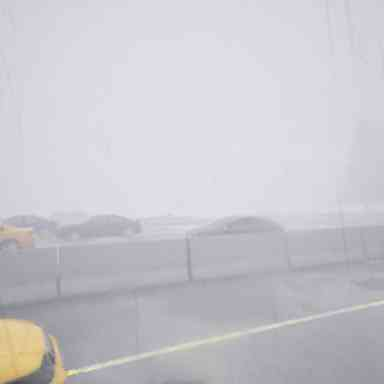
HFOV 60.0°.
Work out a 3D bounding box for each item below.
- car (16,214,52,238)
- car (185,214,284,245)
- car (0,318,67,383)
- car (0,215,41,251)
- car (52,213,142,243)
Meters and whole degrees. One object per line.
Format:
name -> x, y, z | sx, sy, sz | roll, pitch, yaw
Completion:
car -> -11.037, 2.206, 21.197 | 5.008, 1.535, 1.882 | 0, -2, -27
car -> 2.041, 1.859, 15.760 | 4.892, 1.490, 1.837 | 0, -2, -23
car -> -3.836, 1.598, 2.509 | 5.366, 1.575, 1.801 | 0, -2, -28
car -> -9.369, 2.006, 14.187 | 5.008, 1.535, 1.882 | 0, -2, -27
car -> -5.512, 2.075, 20.014 | 5.008, 1.535, 1.882 | 0, -2, -25
